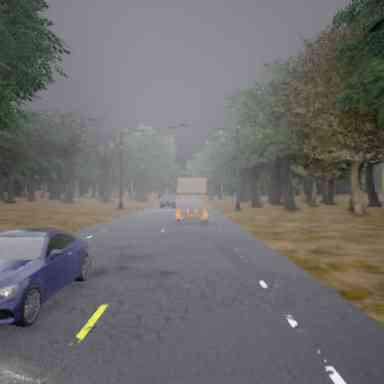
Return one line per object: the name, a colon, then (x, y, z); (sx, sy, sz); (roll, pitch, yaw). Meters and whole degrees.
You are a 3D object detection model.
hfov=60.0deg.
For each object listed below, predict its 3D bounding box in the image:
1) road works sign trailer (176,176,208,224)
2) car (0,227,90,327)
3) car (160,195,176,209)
road works sign trailer: (-0.010, 0.545, 25.414); (2.380, 3.560, 2.880); (0, 0, 0)
car: (-3.597, 1.547, 7.176); (1.812, 1.442, 4.674); (0, 0, 0)
car: (-3.557, 1.397, 49.942); (2.150, 2.045, 5.566); (0, 0, 0)
